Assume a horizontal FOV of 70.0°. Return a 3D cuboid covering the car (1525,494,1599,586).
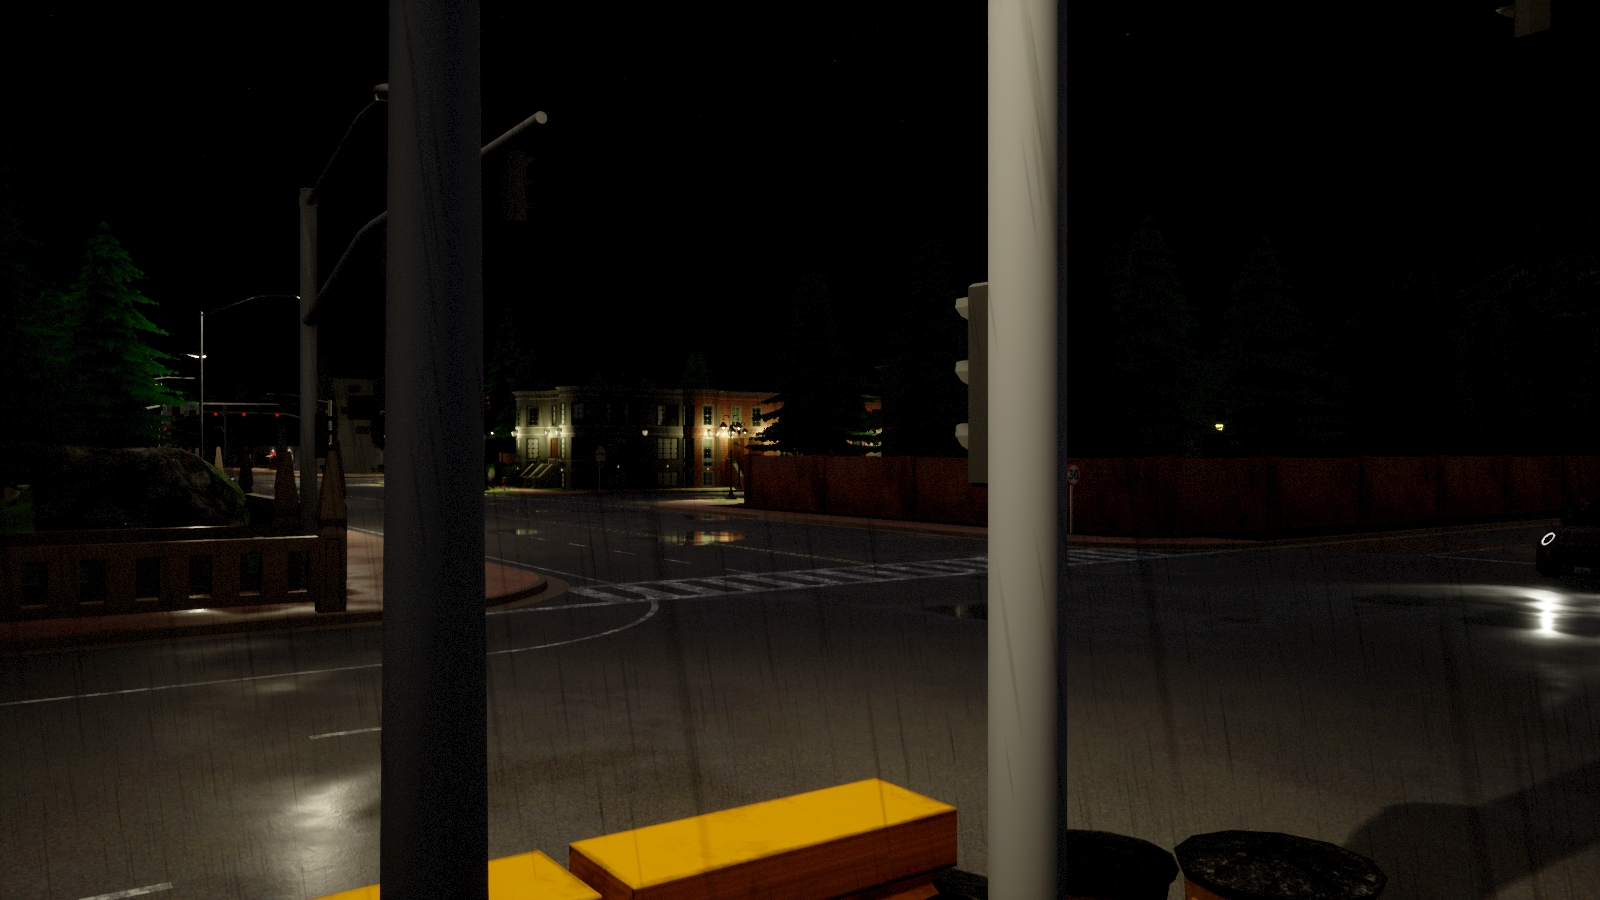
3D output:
[{"bbox_3d":[18.010,1.906,24.946,4.553,1.767,2.097,0,0,-35],"label":"car"}]
